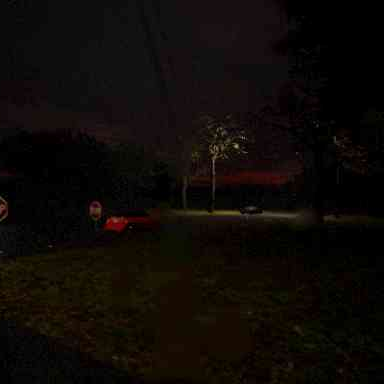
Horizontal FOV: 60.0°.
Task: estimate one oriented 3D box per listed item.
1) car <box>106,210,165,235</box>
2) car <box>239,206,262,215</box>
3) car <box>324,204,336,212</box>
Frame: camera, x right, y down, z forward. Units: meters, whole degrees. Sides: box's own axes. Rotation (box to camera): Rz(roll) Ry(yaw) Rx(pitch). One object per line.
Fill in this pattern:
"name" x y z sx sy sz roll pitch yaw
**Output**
"car" -4.035 2.087 24.493 2.097 1.767 4.553 1 -1 36
"car" 9.980 3.150 55.939 2.033 1.411 5.357 1 -1 36
"car" 33.420 4.072 82.361 1.882 1.535 5.008 1 -1 36
